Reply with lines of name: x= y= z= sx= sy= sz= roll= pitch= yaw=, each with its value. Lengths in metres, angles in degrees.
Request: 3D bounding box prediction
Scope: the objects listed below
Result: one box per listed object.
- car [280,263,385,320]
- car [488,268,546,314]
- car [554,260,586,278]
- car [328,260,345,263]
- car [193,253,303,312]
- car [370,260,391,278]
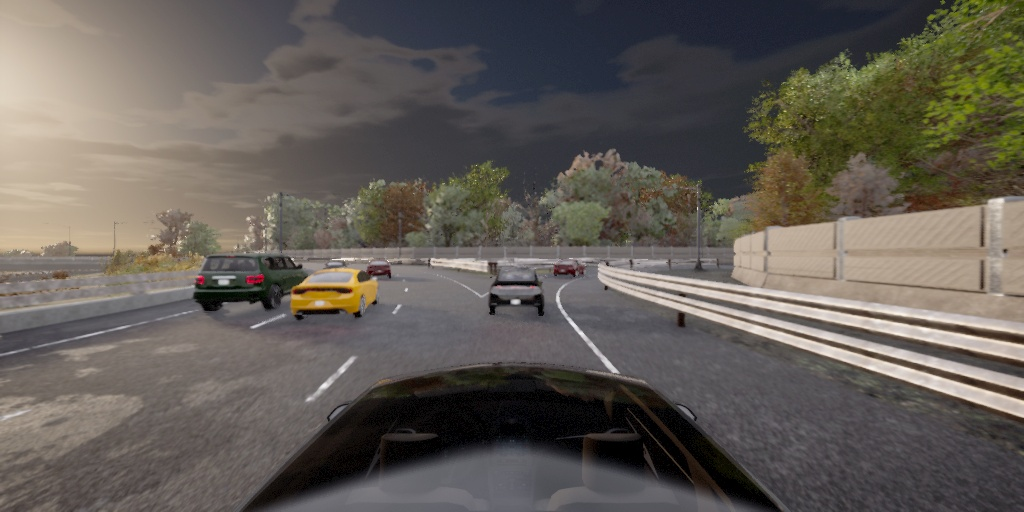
car: x=-5.939 y=1.171 z=12.591 sx=1.882 sy=1.535 sz=5.008 roll=0 pitch=0 yaw=-12
car: x=0.232 y=1.178 z=13.364 sx=2.128 sy=1.511 sz=4.902 roll=0 pitch=0 yaw=3
car: x=5.221 y=1.059 z=31.979 sx=1.882 sy=1.535 sz=5.008 roll=0 pitch=0 yaw=25
car: x=-15.749 y=1.117 z=32.217 sx=1.812 sy=1.442 sz=4.674 roll=0 pitch=0 yaw=-22
car: x=-9.847 y=0.910 z=14.132 sx=2.150 sy=2.045 sz=5.566 roll=0 pitch=0 yaw=-13
car: x=-11.626 y=1.072 z=31.319 sx=1.882 sy=1.535 sz=5.008 roll=0 pitch=0 yaw=-21
